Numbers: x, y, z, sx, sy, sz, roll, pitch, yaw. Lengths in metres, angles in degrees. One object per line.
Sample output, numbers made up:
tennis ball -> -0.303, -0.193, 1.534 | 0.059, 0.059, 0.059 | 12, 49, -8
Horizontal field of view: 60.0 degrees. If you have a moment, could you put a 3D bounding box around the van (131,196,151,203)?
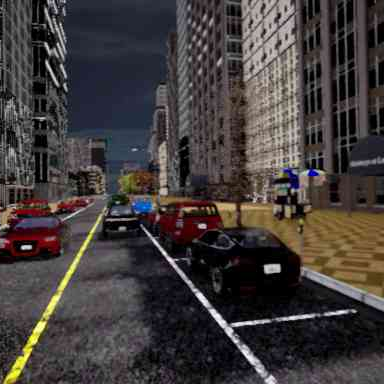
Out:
van -> -5.239, 1.332, 35.398 | 1.690, 1.788, 3.998 | -1, 0, -13

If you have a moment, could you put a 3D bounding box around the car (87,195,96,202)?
car -> -24.757, 1.677, 82.030 | 1.967, 1.590, 4.097 | -1, 0, -13

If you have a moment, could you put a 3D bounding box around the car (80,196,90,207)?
car -> -18.443, 1.742, 55.063 | 1.887, 1.381, 4.507 | -1, 0, -13

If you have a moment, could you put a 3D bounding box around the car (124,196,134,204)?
car -> -12.849, 1.565, 67.925 | 1.752, 1.417, 4.829 | -1, 0, -13

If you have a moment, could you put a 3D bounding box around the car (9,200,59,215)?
car -> -10.873, 1.464, 22.701 | 2.192, 1.841, 5.009 | -1, 0, -13

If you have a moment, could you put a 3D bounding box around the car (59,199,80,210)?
car -> -14.656, 1.718, 38.883 | 1.887, 1.381, 4.507 | -1, 0, -13

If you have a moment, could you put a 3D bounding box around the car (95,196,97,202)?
car -> -23.493, 1.774, 76.637 | 1.887, 1.381, 4.507 | -1, 0, -13

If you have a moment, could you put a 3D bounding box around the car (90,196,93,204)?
car -> -19.707, 1.645, 60.456 | 1.967, 1.590, 4.097 | -1, 0, -13

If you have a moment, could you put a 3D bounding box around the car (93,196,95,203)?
car -> -20.968, 1.764, 65.850 | 2.008, 1.369, 4.403 | -1, 0, -13

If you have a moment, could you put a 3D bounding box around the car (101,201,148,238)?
car -> -3.857, 1.513, 18.130 | 2.128, 1.511, 4.902 | -1, 0, -13

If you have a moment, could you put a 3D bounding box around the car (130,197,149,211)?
car -> -6.500, 1.439, 40.793 | 1.967, 1.590, 4.097 | -1, 0, -13

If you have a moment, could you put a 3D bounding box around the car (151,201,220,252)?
car -> -0.190, 1.274, 13.824 | 2.192, 1.841, 5.009 | -1, 0, -13

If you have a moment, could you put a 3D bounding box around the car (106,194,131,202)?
car -> -8.397, 1.273, 37.497 | 2.150, 2.045, 5.566 | -1, 1, -13

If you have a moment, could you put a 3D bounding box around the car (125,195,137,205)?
car -> -11.550, 1.471, 62.366 | 1.967, 1.590, 4.097 | -1, 0, -13

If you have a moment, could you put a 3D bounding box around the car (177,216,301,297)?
car -> 1.077, 1.516, 8.432 | 1.947, 1.339, 4.313 | -1, 0, -13

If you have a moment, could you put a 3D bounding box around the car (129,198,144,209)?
car -> -7.800, 1.533, 46.351 | 1.752, 1.417, 4.829 | -1, 0, -13

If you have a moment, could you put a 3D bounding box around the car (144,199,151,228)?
car -> -1.451, 1.407, 19.218 | 1.967, 1.590, 4.097 | -1, 0, -13

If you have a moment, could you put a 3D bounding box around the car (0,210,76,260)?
car -> -5.907, 1.643, 12.877 | 1.994, 1.385, 4.181 | -1, 0, -13
